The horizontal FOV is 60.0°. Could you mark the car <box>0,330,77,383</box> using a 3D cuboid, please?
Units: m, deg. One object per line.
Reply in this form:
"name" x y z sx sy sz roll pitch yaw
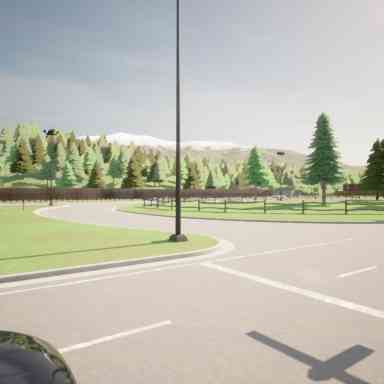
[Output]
"car" -3.052 1.505 1.568 4.892 1.490 1.837 0 0 -35
